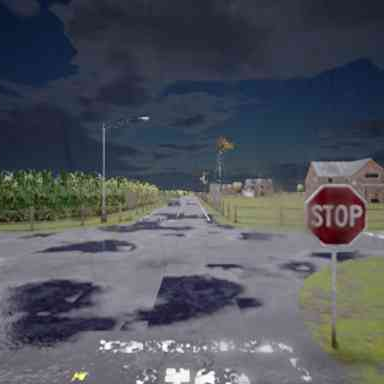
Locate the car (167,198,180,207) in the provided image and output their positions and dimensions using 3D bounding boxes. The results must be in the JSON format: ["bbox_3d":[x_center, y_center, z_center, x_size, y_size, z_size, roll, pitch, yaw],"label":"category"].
[{"bbox_3d":[-2.726,1.573,50.521,2.033,1.411,5.357,0,0,0],"label":"car"}]
